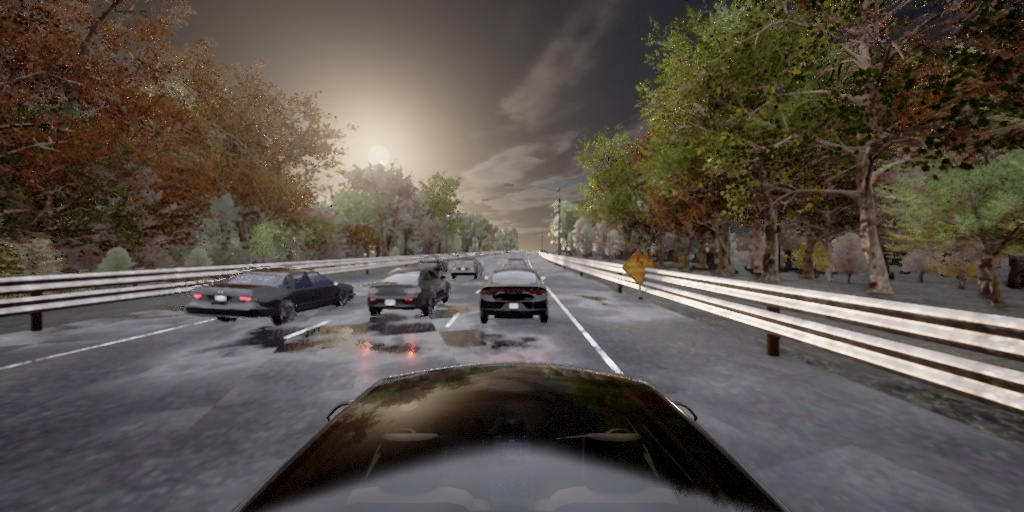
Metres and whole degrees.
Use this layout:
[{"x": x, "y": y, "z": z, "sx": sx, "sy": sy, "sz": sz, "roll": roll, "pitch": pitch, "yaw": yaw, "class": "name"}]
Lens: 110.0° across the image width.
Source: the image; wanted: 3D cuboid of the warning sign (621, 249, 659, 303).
[{"x": 4.607, "y": 0.679, "z": 12.895, "sx": 1.300, "sy": 1.860, "sz": 1.060, "roll": 0, "pitch": 0, "yaw": 0, "class": "warning sign"}]

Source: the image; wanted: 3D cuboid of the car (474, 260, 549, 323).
[{"x": 0.092, "y": 1.066, "z": 11.461, "sx": 1.882, "sy": 1.535, "sz": 5.008, "roll": 0, "pitch": 1, "yaw": 1, "class": "car"}]

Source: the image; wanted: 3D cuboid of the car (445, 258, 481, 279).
[{"x": -3.226, "y": 0.882, "z": 26.562, "sx": 2.033, "sy": 1.411, "sz": 5.357, "roll": 0, "pitch": 1, "yaw": 1, "class": "car"}]

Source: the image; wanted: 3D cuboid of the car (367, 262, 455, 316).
[{"x": -3.392, "y": 1.099, "z": 12.399, "sx": 1.812, "sy": 1.442, "sz": 4.674, "roll": 0, "pitch": 1, "yaw": 1, "class": "car"}]

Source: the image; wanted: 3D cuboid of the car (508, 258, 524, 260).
[{"x": 0.274, "y": 0.882, "z": 26.511, "sx": 2.033, "sy": 1.411, "sz": 5.357, "roll": 0, "pitch": 1, "yaw": 1, "class": "car"}]

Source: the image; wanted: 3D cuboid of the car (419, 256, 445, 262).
[{"x": -6.630, "y": 0.762, "z": 30.397, "sx": 2.128, "sy": 1.511, "sz": 4.902, "roll": 0, "pitch": 1, "yaw": 1, "class": "car"}]

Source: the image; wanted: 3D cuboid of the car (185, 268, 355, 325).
[{"x": -6.933, "y": 1.095, "z": 11.149, "sx": 2.033, "sy": 1.411, "sz": 5.357, "roll": 3, "pitch": -1, "yaw": 2, "class": "car"}]
